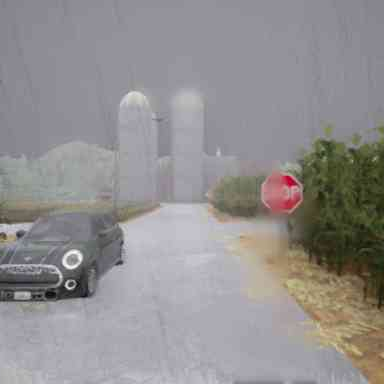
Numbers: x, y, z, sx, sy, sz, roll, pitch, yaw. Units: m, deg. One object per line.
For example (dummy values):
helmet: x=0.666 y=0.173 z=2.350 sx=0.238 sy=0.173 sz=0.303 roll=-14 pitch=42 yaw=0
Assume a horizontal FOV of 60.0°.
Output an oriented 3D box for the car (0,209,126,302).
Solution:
car: x=-3.086 y=1.297 z=8.335 sx=2.097 sy=1.767 sz=4.553 roll=0 pitch=0 yaw=0
